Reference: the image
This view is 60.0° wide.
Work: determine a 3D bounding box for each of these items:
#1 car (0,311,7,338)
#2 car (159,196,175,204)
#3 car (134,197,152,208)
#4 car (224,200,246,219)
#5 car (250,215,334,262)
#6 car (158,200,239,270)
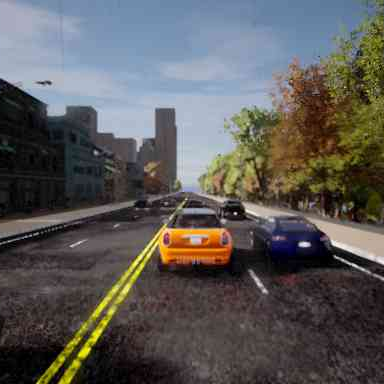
[{"bbox_3d":[-3.350,1.540,2.008,2.033,1.411,5.357,0,0,0],"label":"car"},{"bbox_3d":[-3.316,1.333,45.516,2.128,1.511,4.902,0,0,0],"label":"car"},{"bbox_3d":[-6.568,1.406,45.063,1.994,1.385,4.181,0,0,0],"label":"car"},{"bbox_3d":[3.359,1.406,28.178,1.837,1.490,4.892,0,0,0],"label":"car"},{"bbox_3d":[3.354,1.522,11.886,1.994,1.385,4.181,0,0,0],"label":"car"},{"bbox_3d":[0.103,1.312,10.969,2.097,1.767,4.553,0,0,0],"label":"car"}]
